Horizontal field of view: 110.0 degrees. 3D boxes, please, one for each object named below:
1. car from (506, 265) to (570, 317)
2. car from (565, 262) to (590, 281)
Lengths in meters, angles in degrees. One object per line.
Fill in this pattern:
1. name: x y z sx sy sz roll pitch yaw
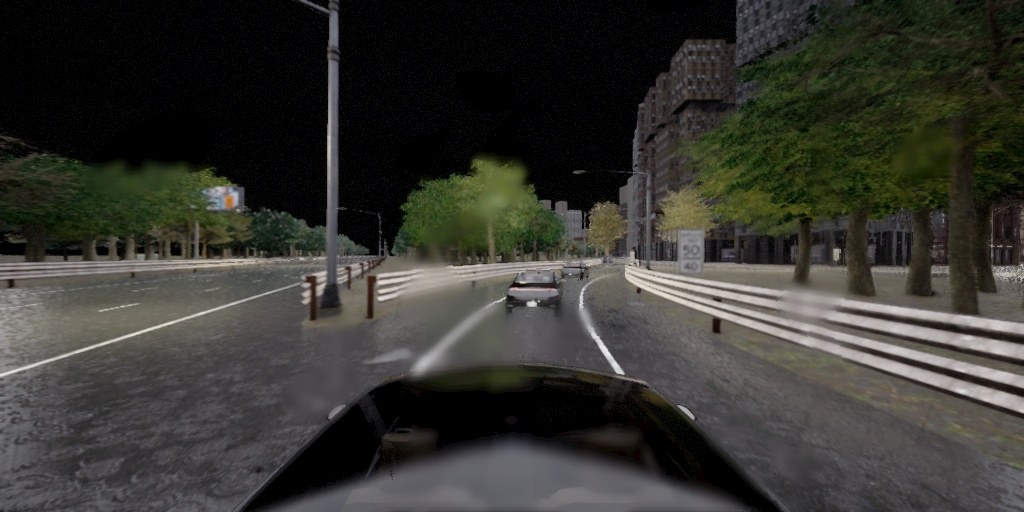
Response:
1. car: 0.968 1.247 13.254 2.128 1.511 4.902 0 0 9
2. car: 5.521 1.249 30.859 2.128 1.511 4.902 0 0 20
